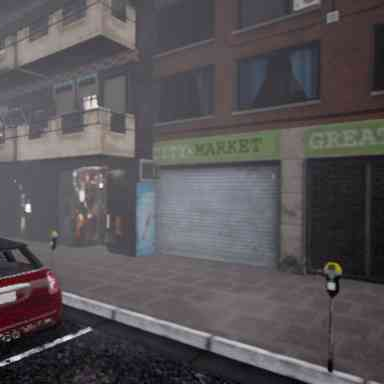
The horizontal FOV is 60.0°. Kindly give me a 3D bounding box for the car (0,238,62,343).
[{"bbox_3d":[-4.080,1.462,5.617,4.097,1.590,1.967,0,1,36],"label":"car"}]
